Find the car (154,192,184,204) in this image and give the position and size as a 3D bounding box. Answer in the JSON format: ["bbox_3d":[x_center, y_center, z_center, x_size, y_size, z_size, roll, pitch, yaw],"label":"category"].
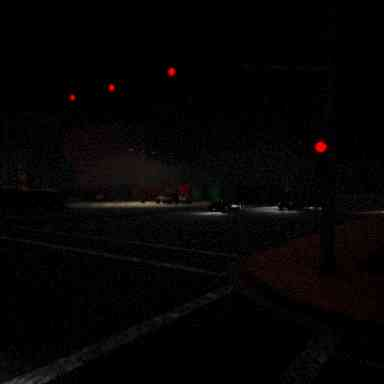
[{"bbox_3d":[-3.709,0.901,50.371,3.866,1.878,1.905,1,0,35],"label":"car"}]

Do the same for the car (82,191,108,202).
[{"bbox_3d":[-18.000,0.767,60.504,4.605,1.855,1.932,1,0,35],"label":"car"}]

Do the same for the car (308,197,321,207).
[{"bbox_3d":[18.299,1.428,49.171,2.033,1.411,5.357,1,0,37],"label":"car"}]

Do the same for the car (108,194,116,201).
[{"bbox_3d":[-16.271,0.977,62.829,3.905,1.438,1.784,1,0,35],"label":"car"}]

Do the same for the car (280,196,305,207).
[{"bbox_3d":[15.503,1.363,51.275,2.128,1.511,4.902,1,0,37],"label":"car"}]

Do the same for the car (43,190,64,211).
[{"bbox_3d":[-15.048,0.909,34.355,3.866,1.878,1.905,1,0,35],"label":"car"}]

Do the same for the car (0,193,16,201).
[{"bbox_3d":[-35.007,0.869,62.491,3.905,1.438,1.784,1,0,35],"label":"car"}]

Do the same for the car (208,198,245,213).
[{"bbox_3d":[3.840,1.404,35.894,2.033,1.411,5.357,1,0,37],"label":"car"}]

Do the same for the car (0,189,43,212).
[{"bbox_3d":[-16.769,0.907,32.027,4.605,1.855,1.932,1,0,35],"label":"car"}]

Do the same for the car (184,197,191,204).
[{"bbox_3d":[-2.024,1.140,52.725,3.806,1.475,1.970,1,0,35],"label":"car"}]

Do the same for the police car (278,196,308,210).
[{"bbox_3d":[12.236,1.307,41.087,1.930,1.638,5.238,1,0,37],"label":"police car"}]
